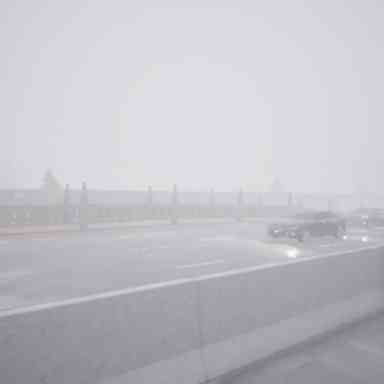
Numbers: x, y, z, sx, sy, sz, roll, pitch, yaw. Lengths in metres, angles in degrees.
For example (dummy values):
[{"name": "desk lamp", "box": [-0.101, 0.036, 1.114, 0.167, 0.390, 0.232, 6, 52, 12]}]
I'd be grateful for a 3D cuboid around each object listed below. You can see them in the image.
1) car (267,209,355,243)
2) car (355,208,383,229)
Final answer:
[{"name": "car", "box": [5.876, 1.621, 16.781, 4.892, 1.490, 1.837, 2, -1, -35]}, {"name": "car", "box": [14.232, 2.053, 27.023, 4.553, 1.767, 2.097, 5, -3, -35]}]
